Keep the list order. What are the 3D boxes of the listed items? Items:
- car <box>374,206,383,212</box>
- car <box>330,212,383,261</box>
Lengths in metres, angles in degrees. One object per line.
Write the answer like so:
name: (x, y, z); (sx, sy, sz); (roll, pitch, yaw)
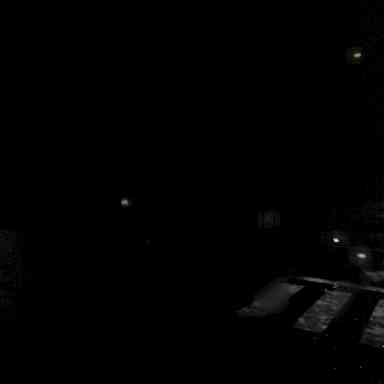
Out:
car: (11.511, 1.514, 18.965); (1.812, 1.442, 4.674); (0, 0, 35)
car: (6.336, 1.590, 11.736); (1.895, 1.301, 4.718); (0, 0, 36)
